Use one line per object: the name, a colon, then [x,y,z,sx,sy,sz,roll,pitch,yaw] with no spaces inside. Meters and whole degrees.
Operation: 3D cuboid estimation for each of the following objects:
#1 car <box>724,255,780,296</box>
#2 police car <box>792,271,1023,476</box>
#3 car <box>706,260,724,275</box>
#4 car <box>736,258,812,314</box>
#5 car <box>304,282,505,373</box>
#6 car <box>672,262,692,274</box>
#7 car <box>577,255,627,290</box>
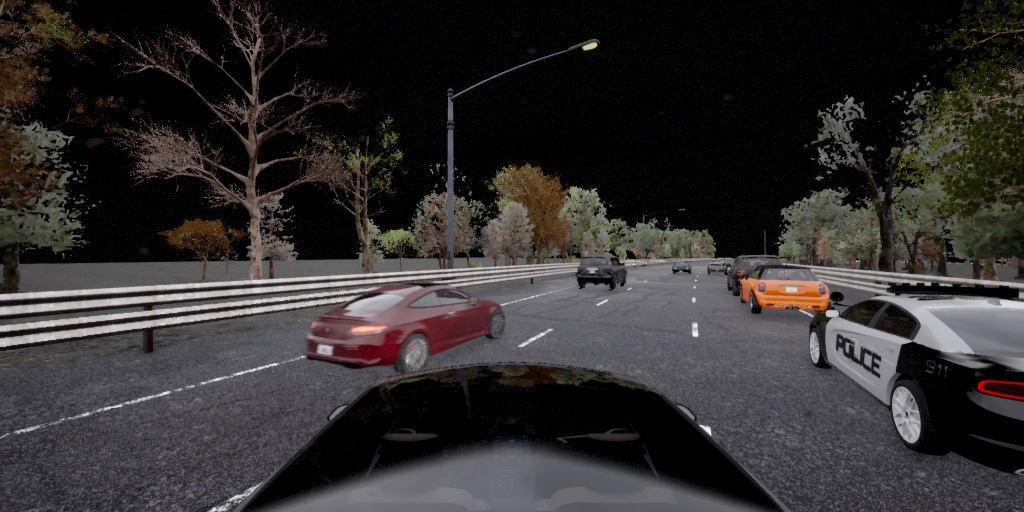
car: [12.671,0.978,18.754,2.150,2.045,5.566,0,0,27]
police car: [5.614,1.175,4.707,1.930,1.638,5.238,0,0,26]
car: [22.503,1.261,39.304,2.128,1.511,4.902,0,0,29]
car: [9.951,1.102,13.423,2.097,1.767,4.553,0,0,27]
car: [-1.839,1.276,7.527,1.812,1.442,4.674,0,0,26]
car: [19.393,1.369,40.789,1.895,1.301,4.718,0,0,29]
car: [5.783,0.976,22.696,2.150,2.045,5.566,0,0,27]
